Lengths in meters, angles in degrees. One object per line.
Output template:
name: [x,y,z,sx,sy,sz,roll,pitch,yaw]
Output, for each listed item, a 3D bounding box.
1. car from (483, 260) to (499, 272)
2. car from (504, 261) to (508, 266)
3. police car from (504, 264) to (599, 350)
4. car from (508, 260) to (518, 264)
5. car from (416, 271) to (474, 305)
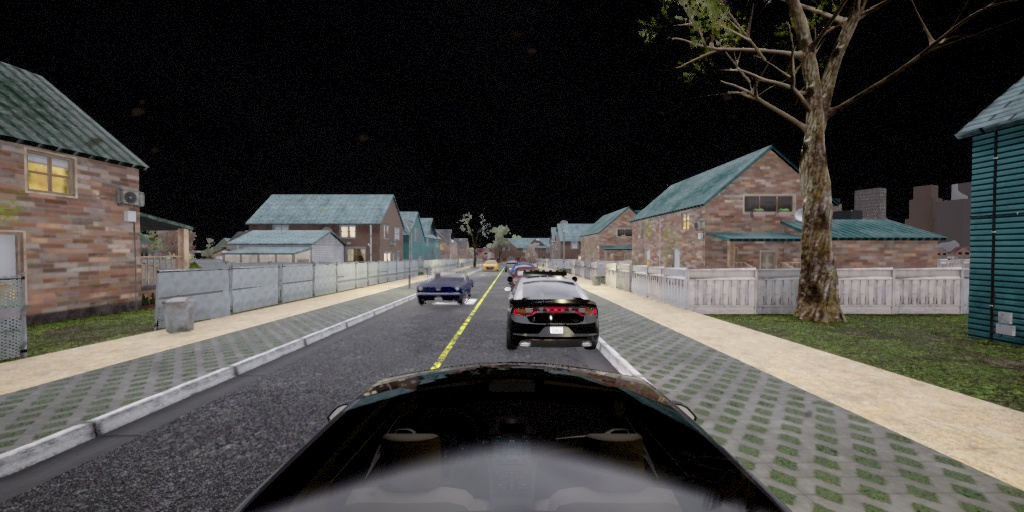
car: [-2.755,1.286,46.837,1.882,1.535,5.008,0,0,0]
car: [0.032,1.302,47.617,2.128,1.511,4.902,0,0,0]
police car: [0.826,1.175,9.238,1.930,1.638,5.238,0,0,0]
car: [0.824,1.242,25.132,1.882,1.535,5.008,0,0,0]
car: [-2.850,1.354,16.090,1.895,1.301,4.718,0,0,0]
